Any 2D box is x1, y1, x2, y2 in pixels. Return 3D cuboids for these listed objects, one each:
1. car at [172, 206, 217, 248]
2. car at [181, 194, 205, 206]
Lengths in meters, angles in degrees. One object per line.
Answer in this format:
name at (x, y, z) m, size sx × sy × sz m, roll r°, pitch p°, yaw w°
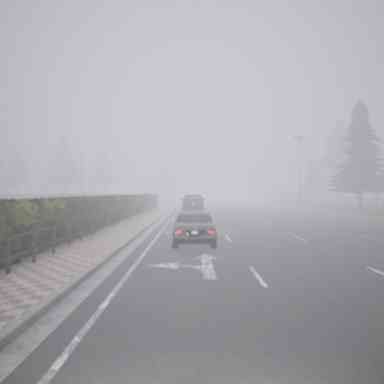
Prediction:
car at (0.102, 1.548, 14.824) m, size 2.033 × 1.411 × 5.357 m, roll 0°, pitch 0°, yaw 0°
car at (0.108, 1.224, 33.814) m, size 2.150 × 2.045 × 5.566 m, roll 0°, pitch 0°, yaw 0°
